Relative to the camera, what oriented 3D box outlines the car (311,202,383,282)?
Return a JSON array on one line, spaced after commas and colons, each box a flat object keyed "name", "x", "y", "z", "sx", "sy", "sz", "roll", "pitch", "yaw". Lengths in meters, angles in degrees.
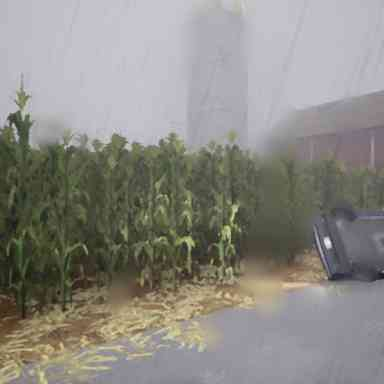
[{"name": "car", "x": 5.522, "y": 1.461, "z": 9.265, "sx": 4.718, "sy": 1.895, "sz": 1.301, "roll": 0, "pitch": -28, "yaw": -14}]
